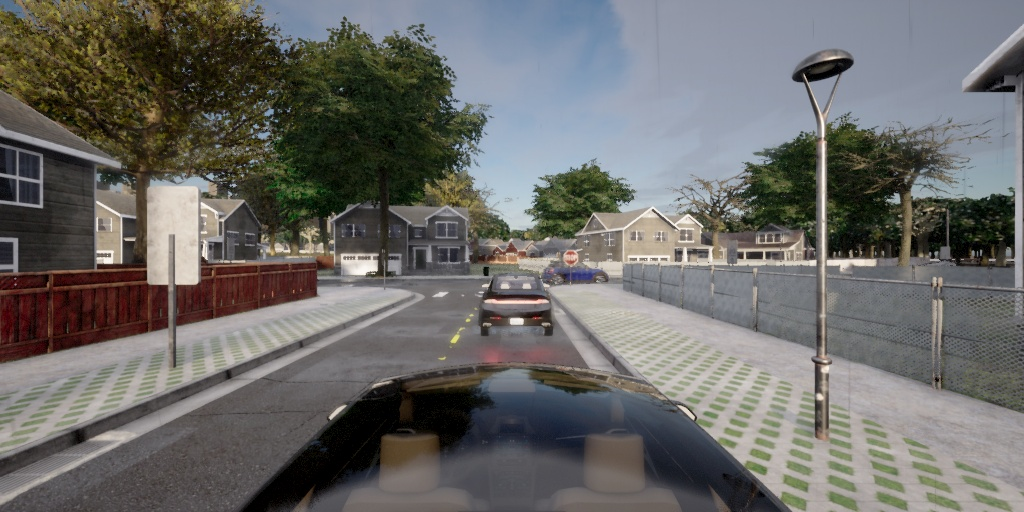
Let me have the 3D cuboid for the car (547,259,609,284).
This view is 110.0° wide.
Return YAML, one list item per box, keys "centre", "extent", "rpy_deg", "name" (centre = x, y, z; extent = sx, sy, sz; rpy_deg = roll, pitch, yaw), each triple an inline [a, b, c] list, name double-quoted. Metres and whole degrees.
- centre: [4.517, 1.111, 25.449]
  extent: [4.553, 1.767, 2.097]
  rpy_deg: [0, 0, -12]
  name: "car"

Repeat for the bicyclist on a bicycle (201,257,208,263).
- centre: [-22.304, 0.880, 25.945]
  extent: [0.582, 1.620, 1.656]
  rpy_deg: [0, 0, -12]
  name: "bicyclist on a bicycle"

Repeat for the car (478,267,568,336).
- centre: [0.115, 1.241, 10.379]
  extent: [2.128, 1.511, 4.902]
  rpy_deg: [0, 0, 0]
  name: "car"

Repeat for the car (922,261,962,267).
- centre: [42.655, 1.285, 35.538]
  extent: [5.008, 1.535, 1.882]
  rpy_deg: [0, 0, -19]
  name: "car"
